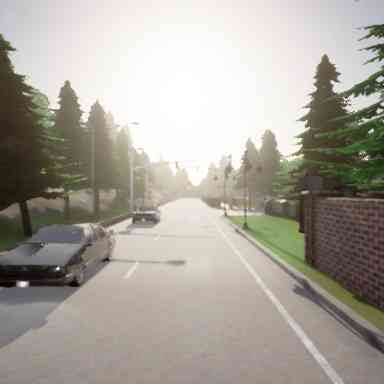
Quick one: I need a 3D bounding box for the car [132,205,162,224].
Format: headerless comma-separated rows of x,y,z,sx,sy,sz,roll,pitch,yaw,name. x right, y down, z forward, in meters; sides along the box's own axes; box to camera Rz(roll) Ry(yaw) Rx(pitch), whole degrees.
-3.529,1.735,26.437,1.895,1.301,4.718,0,0,0,car

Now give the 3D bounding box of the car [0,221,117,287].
-3.598,1.598,9.738,2.033,1.411,5.357,0,0,0,car
